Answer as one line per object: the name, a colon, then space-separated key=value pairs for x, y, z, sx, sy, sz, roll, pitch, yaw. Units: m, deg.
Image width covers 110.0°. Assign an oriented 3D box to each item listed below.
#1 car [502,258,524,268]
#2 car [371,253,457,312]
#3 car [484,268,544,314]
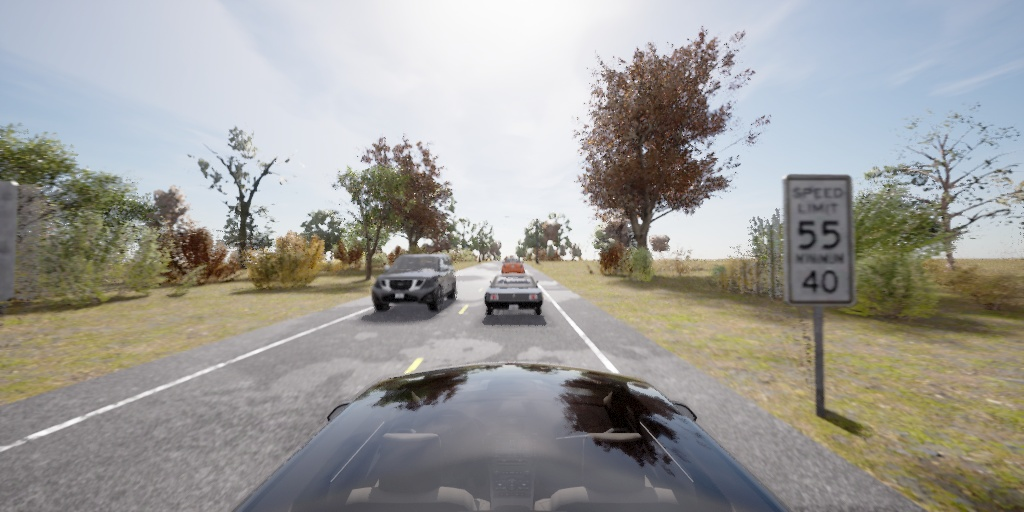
car: x=0.087 y=0.964 z=34.666 sx=2.097 sy=1.767 sz=4.553 roll=0 pitch=0 yaw=0
car: x=-3.562 y=0.910 z=14.192 sx=2.150 sy=2.045 sz=5.566 roll=0 pitch=0 yaw=1
car: x=0.067 y=1.291 z=13.353 sx=1.895 sy=1.301 sz=4.718 roll=0 pitch=0 yaw=0
